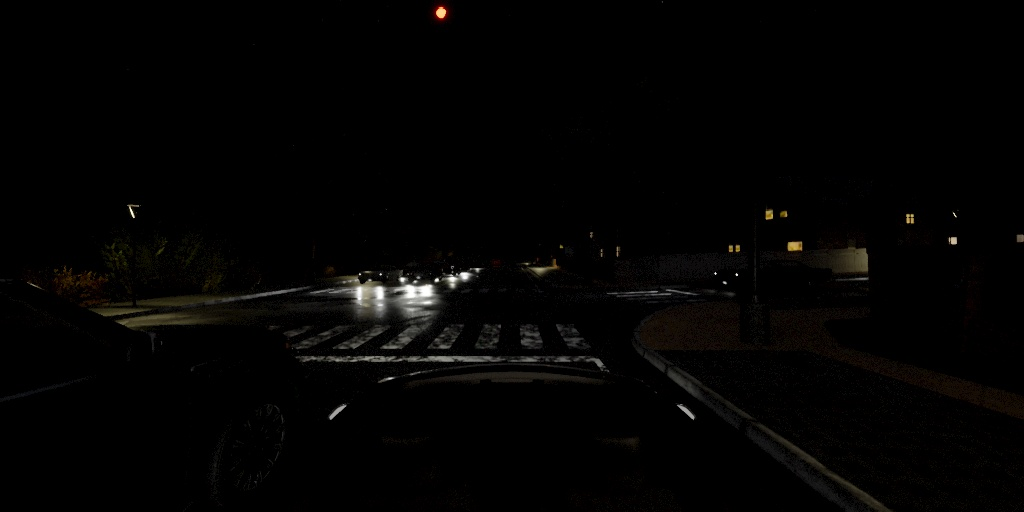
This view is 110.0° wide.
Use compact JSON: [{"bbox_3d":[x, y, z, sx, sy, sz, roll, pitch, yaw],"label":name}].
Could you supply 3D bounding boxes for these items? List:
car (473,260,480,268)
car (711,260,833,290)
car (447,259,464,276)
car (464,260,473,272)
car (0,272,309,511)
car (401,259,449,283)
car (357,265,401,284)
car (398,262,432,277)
[{"bbox_3d":[-6.512,1.326,60.861,1.812,1.442,4.674,0,0,0],"label":"car"},{"bbox_3d":[12.015,0.853,16.778,4.718,1.301,1.895,-2,-1,-5],"label":"car"},{"bbox_3d":[-6.590,1.123,36.871,2.097,1.767,4.553,0,0,0],"label":"car"},{"bbox_3d":[-6.585,1.382,46.609,1.895,1.301,4.718,0,0,0],"label":"car"},{"bbox_3d":[-3.159,0.971,1.207,2.150,2.045,5.566,0,0,2],"label":"car"},{"bbox_3d":[-6.596,1.254,27.731,2.128,1.511,4.902,0,0,0],"label":"car"},{"bbox_3d":[-9.848,1.363,27.070,1.895,1.301,4.718,0,0,0],"label":"car"},{"bbox_3d":[-9.845,1.318,36.722,2.033,1.411,5.357,0,0,0],"label":"car"}]
